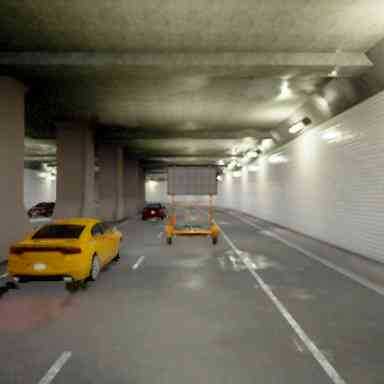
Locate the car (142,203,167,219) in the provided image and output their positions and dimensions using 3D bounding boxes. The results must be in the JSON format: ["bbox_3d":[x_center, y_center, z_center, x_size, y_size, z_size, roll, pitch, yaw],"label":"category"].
[{"bbox_3d":[-3.396,1.745,30.890,1.994,1.385,4.181,0,0,0],"label":"car"}]

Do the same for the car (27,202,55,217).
[{"bbox_3d":[-14.136,1.714,32.061,1.812,1.442,4.674,0,0,-1],"label":"car"}]

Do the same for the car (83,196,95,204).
[{"bbox_3d":[-22.562,1.738,72.801,1.837,1.490,4.892,0,0,-26],"label":"car"}]

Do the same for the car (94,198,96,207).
[{"bbox_3d":[-10.643,1.538,31.619,2.097,1.767,4.553,0,0,-1],"label":"car"}]

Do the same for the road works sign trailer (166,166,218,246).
[{"bbox_3d":[0.003,0.557,15.749,2.380,3.560,2.880,0,0,0],"label":"road works sign trailer"}]

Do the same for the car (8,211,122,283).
[{"bbox_3d":[-3.399,1.536,9.912,1.882,1.535,5.008,0,0,0],"label":"car"}]
